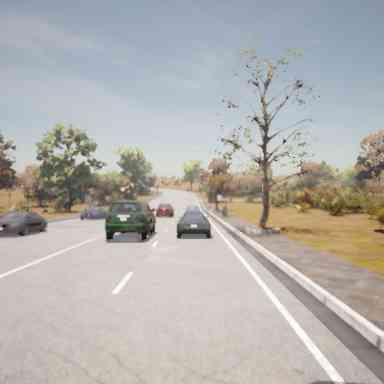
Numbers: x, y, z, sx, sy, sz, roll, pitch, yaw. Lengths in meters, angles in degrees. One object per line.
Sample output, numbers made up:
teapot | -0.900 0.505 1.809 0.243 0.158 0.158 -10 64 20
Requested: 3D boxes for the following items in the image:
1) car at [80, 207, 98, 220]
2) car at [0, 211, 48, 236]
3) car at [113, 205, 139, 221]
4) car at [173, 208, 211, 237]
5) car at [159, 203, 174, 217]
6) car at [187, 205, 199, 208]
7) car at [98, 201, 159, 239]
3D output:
car | -10.500 2.251 35.731 1.994 1.385 4.181 0 -1 0
car | -10.578 1.883 20.416 1.994 1.385 4.181 0 -1 0
car | -7.000 2.210 35.740 1.837 1.490 4.892 0 -2 0
car | 0.100 1.878 20.200 1.994 1.385 4.181 0 -1 0
car | -3.413 2.194 42.904 2.097 1.767 4.553 0 -1 0
car | 0.082 2.321 39.952 2.033 1.411 5.357 0 -1 0
car | -3.399 1.510 19.143 2.150 2.045 5.566 0 -1 0
